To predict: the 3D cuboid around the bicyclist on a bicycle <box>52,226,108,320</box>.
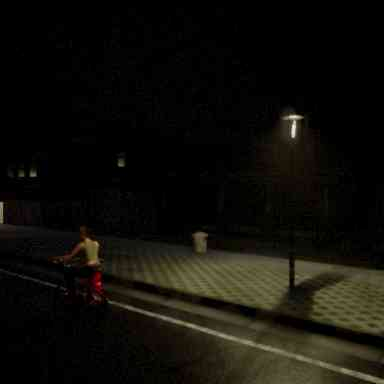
[{"bbox_3d":[-2.042,1.426,6.088,1.509,1.612,0.866,0,0,36],"label":"bicyclist on a bicycle"}]
